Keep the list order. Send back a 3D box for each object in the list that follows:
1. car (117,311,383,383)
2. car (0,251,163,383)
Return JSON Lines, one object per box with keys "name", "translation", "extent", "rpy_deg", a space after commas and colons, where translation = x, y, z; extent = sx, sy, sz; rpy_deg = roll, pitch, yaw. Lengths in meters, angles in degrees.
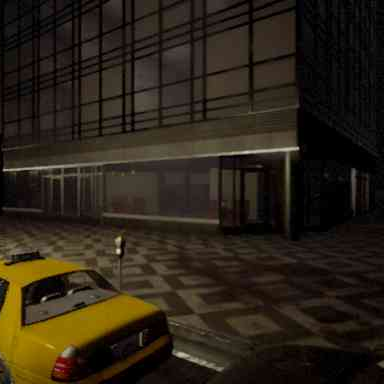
{"name": "car", "translation": [1.934, 1.551, 1.582], "extent": [4.403, 1.369, 2.008], "rpy_deg": [0, 0, 35]}
{"name": "car", "translation": [-2.513, 1.528, 4.749], "extent": [4.829, 1.417, 1.752], "rpy_deg": [0, 0, 35]}
